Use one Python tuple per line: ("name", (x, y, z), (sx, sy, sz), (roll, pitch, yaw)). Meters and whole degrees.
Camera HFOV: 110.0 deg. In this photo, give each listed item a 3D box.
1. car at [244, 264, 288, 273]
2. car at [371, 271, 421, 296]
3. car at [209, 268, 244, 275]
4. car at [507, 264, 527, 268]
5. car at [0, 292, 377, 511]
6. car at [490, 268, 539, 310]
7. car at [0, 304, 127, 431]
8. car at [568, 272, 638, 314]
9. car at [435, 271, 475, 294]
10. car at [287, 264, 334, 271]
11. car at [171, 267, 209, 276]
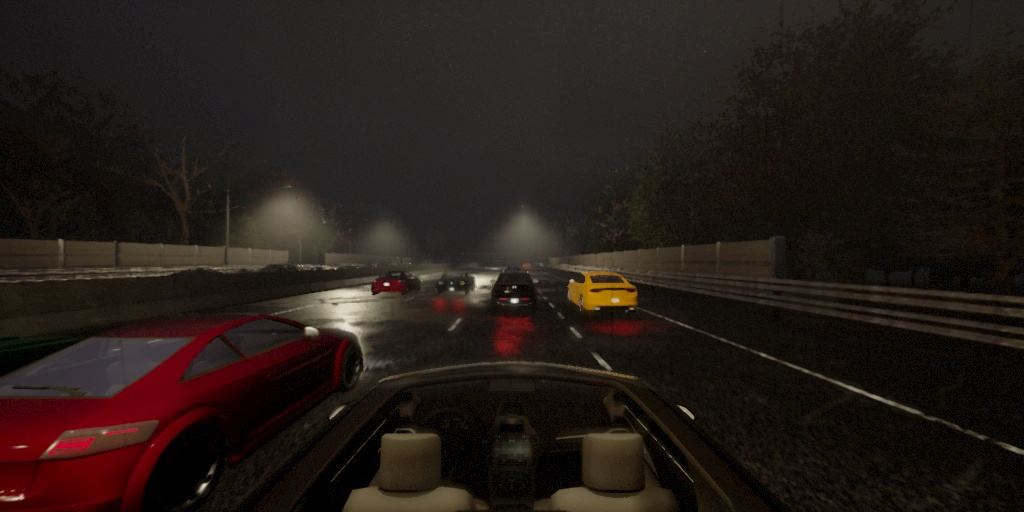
("car", (-21.092, 1.490, 32.152), (2.097, 1.767, 4.553), (0, -1, 0))
("car", (-6.896, 1.568, 21.720), (1.994, 1.385, 4.181), (0, -1, 0))
("car", (-24.594, 1.749, 32.850), (1.895, 1.301, 4.718), (0, -1, 0))
("car", (0.103, 1.712, 34.239), (2.033, 1.411, 5.357), (0, -1, 0))
("car", (-3.400, 1.345, 4.175), (1.994, 1.385, 4.181), (0, -1, 0))
("car", (0.101, 1.430, 15.645), (1.837, 1.490, 4.892), (0, -1, 0))
("car", (-6.900, 1.369, 3.175), (1.895, 1.301, 4.718), (0, -1, 0))
("car", (3.504, 1.386, 14.631), (1.882, 1.535, 5.008), (0, -1, 0))
("car", (-3.397, 1.614, 22.474), (1.895, 1.301, 4.718), (0, -1, 0))
("car", (-17.593, 1.635, 32.554), (2.128, 1.511, 4.902), (0, -1, 0))
("car", (-28.090, 1.702, 32.114), (1.994, 1.385, 4.181), (0, -1, 0))
